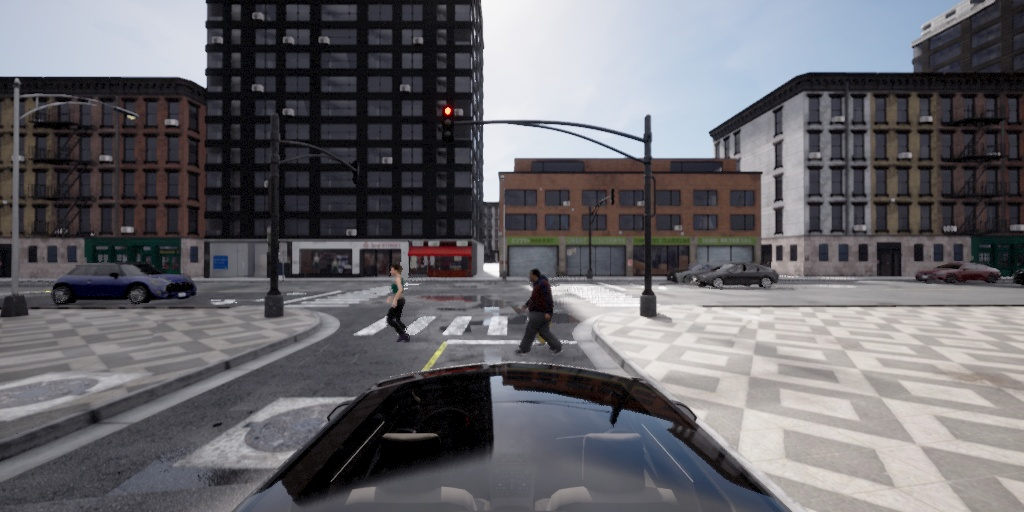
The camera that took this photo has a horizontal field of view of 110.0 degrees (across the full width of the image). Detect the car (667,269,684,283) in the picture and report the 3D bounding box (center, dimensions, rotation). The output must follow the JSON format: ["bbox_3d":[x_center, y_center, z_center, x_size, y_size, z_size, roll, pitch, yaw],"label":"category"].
[{"bbox_3d":[13.264,1.290,25.329,4.181,1.385,1.994,0,0,0],"label":"car"}]

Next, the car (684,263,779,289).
[{"bbox_3d":[13.628,1.207,22.080,4.892,1.490,1.837,-1,0,0],"label":"car"}]

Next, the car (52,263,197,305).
[{"bbox_3d":[-16.315,1.072,15.290,4.553,1.767,2.097,0,0,0],"label":"car"}]

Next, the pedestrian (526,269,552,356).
[{"bbox_3d":[0.521,1.037,7.042,0.375,1.860,0.375,0,0,0],"label":"pedestrian"}]

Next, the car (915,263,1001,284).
[{"bbox_3d":[31.540,1.216,25.370,4.674,1.442,1.812,0,0,0],"label":"car"}]

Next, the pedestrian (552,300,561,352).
[{"bbox_3d":[0.774,1.317,7.703,0.375,1.300,0.375,0,0,0],"label":"pedestrian"}]

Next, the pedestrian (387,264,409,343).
[{"bbox_3d":[-2.629,1.036,8.237,0.375,1.860,0.375,0,0,0],"label":"pedestrian"}]

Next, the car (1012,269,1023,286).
[{"bbox_3d":[34.235,1.015,22.134,4.553,1.767,2.097,0,0,0],"label":"car"}]
